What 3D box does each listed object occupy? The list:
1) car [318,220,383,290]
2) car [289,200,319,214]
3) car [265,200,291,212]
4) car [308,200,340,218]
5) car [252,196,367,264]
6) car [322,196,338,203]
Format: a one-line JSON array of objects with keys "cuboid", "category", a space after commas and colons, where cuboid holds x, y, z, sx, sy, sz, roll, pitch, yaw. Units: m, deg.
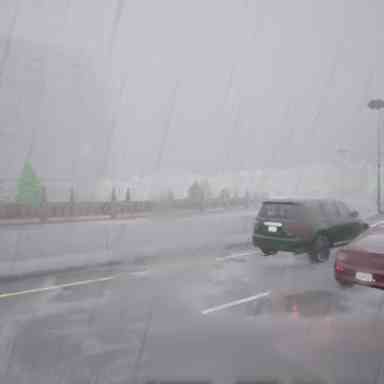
[{"cuboid": [5.210, 1.541, 8.206, 4.674, 1.442, 1.812, 0, 0, -41], "category": "car"}, {"cuboid": [13.028, 1.643, 38.603, 2.033, 1.411, 5.357, 0, 0, 33], "category": "car"}, {"cuboid": [10.859, 1.712, 41.752, 1.895, 1.301, 4.718, 0, 0, 31], "category": "car"}, {"cuboid": [12.923, 1.601, 32.335, 1.812, 1.442, 4.674, 0, 0, 36], "category": "car"}, {"cuboid": [4.525, 1.252, 12.207, 5.566, 2.045, 2.150, 0, 0, -42], "category": "car"}, {"cuboid": [29.500, 1.598, 71.284, 2.033, 1.411, 5.357, 0, 0, 10], "category": "car"}]
